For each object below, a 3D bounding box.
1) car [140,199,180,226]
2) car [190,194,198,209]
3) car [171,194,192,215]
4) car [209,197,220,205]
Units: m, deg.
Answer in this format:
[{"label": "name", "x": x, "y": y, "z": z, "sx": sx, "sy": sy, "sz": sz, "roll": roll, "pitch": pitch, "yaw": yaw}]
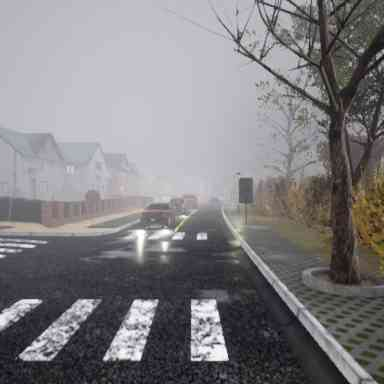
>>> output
[{"label": "car", "x": -2.259, "y": 1.480, "z": 23.389, "sx": 1.882, "sy": 1.535, "sz": 5.008, "roll": 0, "pitch": 0, "yaw": 5}, {"label": "car", "x": -0.415, "y": 1.332, "z": 47.747, "sx": 2.150, "sy": 2.045, "sz": 5.566, "roll": 0, "pitch": -1, "yaw": 6}, {"label": "car", "x": -1.526, "y": 1.388, "z": 34.653, "sx": 2.097, "sy": 1.767, "sz": 4.553, "roll": 0, "pitch": 0, "yaw": 4}, {"label": "car", "x": 4.340, "y": 1.684, "z": 63.504, "sx": 1.882, "sy": 1.535, "sz": 5.008, "roll": 0, "pitch": 0, "yaw": 7}]
